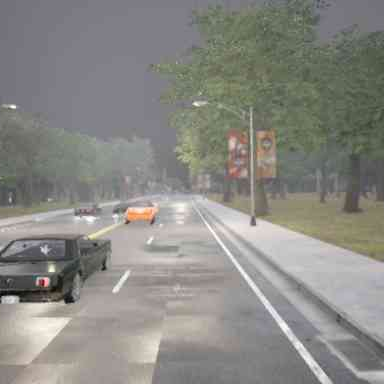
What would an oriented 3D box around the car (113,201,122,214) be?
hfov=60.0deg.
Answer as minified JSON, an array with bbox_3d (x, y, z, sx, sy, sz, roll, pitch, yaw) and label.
[{"bbox_3d":[-7.425,1.664,37.092,2.033,1.411,5.357,-1,0,-1],"label":"car"}]

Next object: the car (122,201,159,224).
[{"bbox_3d":[-3.764,1.444,25.785,2.097,1.767,4.553,-1,0,-1],"label":"car"}]

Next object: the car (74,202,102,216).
[{"bbox_3d":[-10.630,1.724,34.247,1.994,1.385,4.181,-1,0,-1],"label":"car"}]

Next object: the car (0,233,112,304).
[{"bbox_3d":[-3.319,1.665,8.216,1.895,1.301,4.718,-1,0,-2],"label":"car"}]
